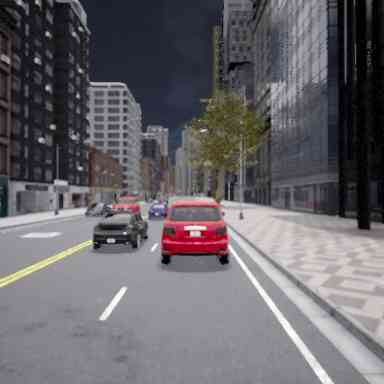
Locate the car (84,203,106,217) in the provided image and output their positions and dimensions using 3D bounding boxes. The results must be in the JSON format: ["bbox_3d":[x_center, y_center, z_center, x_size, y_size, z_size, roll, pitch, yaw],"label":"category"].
[{"bbox_3d":[-9.829,1.867,35.160,1.812,1.442,4.674,0,-1,0],"label":"car"}]

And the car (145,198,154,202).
[{"bbox_3d":[-9.733,2.098,77.326,1.837,1.490,4.892,0,-1,0],"label":"car"}]

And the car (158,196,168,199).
[{"bbox_3d":[-6.484,1.858,75.490,2.150,2.045,5.566,0,-1,0],"label":"car"}]

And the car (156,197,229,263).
[{"bbox_3d":[0.099,1.341,12.529,2.150,2.045,5.566,0,0,0],"label":"car"}]

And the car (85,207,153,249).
[{"bbox_3d":[-3.149,1.652,15.377,1.837,1.490,4.892,0,0,0],"label":"car"}]

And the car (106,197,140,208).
[{"bbox_3d":[-6.590,1.543,33.506,2.150,2.045,5.566,0,0,0],"label":"car"}]

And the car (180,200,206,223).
[{"bbox_3d":[0.101,1.634,29.312,2.097,1.767,4.553,0,-1,0],"label":"car"}]

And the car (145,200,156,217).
[{"bbox_3d":[-3.144,1.839,32.410,1.812,1.442,4.674,0,0,0],"label":"car"}]
